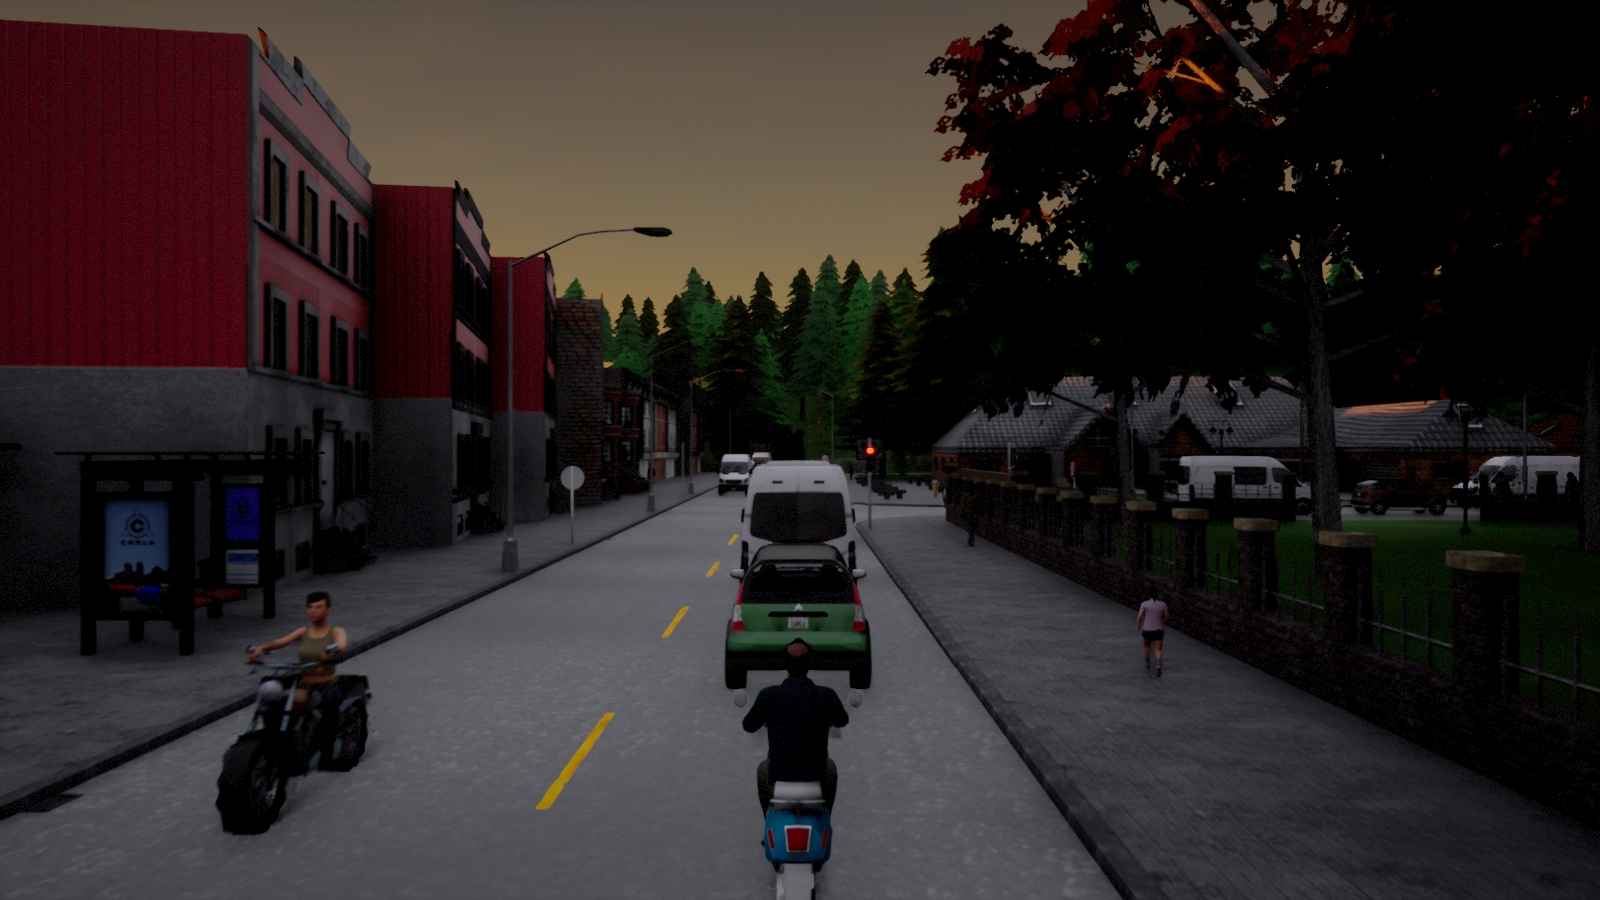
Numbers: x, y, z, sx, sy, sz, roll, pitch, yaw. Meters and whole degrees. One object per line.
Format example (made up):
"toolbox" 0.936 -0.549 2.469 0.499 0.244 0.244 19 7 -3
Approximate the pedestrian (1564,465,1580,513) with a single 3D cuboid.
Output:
"pedestrian" 30.209 1.526 44.711 0.375 1.860 0.375 0 0 0

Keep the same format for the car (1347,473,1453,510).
"car" 26.114 1.807 49.801 3.705 1.549 1.789 0 0 0

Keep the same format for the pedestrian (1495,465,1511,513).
"pedestrian" 27.694 1.526 45.030 0.375 1.860 0.375 0 0 -10

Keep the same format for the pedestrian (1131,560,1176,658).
"pedestrian" 4.265 1.905 13.802 0.500 1.100 0.500 0 0 15

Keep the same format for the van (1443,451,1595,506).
"van" 33.883 1.316 53.925 5.915 2.561 1.988 0 0 0

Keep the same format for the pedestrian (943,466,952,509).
"pedestrian" 6.405 1.630 49.520 0.375 1.860 0.375 0 0 12

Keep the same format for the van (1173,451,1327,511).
"van" 19.577 1.316 49.862 5.915 2.561 1.988 0 0 1

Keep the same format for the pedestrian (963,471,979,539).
"pedestrian" 4.758 1.526 31.791 0.375 1.860 0.375 0 0 -2

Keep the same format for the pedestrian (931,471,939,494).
"pedestrian" 7.526 1.805 63.650 0.375 1.300 0.375 0 0 1

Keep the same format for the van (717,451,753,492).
"van" -4.121 1.316 73.369 1.988 2.561 5.915 0 0 0

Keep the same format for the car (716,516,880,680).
"car" -0.025 1.780 14.861 1.851 1.617 3.988 0 0 0

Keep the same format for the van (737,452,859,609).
"van" -0.045 1.315 21.646 1.988 2.561 5.915 0 0 0
